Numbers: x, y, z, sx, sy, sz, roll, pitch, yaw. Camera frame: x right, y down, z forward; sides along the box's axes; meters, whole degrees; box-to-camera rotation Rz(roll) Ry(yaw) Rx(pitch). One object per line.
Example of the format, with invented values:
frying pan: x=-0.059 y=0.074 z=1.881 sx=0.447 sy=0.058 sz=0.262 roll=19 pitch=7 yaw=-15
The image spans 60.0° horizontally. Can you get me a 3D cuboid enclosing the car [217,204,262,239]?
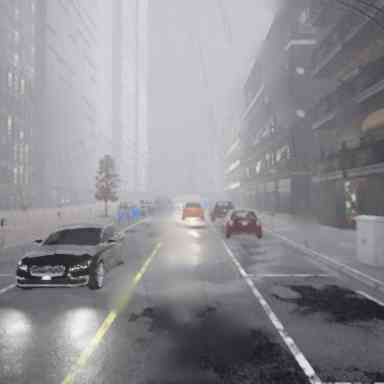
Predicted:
car: x=2.706 y=1.670 z=18.940 sx=1.967 sy=1.590 sz=4.097 roll=1 pitch=-1 yaw=0

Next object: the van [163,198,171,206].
van: x=-5.651 y=2.202 z=75.382 sx=1.690 sy=1.788 sz=3.998 roll=1 pitch=-1 yaw=0

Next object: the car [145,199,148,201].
car: x=-5.664 y=1.807 z=41.507 sx=2.192 sy=1.841 sz=5.009 roll=1 pitch=-1 yaw=0

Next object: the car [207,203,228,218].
car: x=2.712 y=1.973 z=35.879 sx=1.887 sy=1.381 sz=4.507 roll=1 pitch=-1 yaw=0

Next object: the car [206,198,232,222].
car: x=2.712 y=1.678 z=30.233 sx=2.192 sy=1.841 sz=5.009 roll=1 pitch=-1 yaw=0

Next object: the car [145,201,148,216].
car: x=-5.669 y=1.972 z=35.858 sx=1.887 sy=1.381 sz=4.507 roll=1 pitch=-1 yaw=0

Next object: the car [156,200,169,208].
car: x=-5.658 y=2.291 z=64.088 sx=2.008 sy=1.369 sz=4.403 roll=1 pitch=-1 yaw=0

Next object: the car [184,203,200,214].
car: x=0.050 y=2.112 z=43.195 sx=1.895 sy=1.301 sz=4.718 roll=0 pitch=-1 yaw=1

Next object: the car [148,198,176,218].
car: x=-3.087 y=1.649 z=35.876 sx=2.150 sy=2.045 sz=5.566 roll=0 pitch=-1 yaw=0

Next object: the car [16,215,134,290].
car: x=-3.097 y=1.623 z=9.516 sx=1.837 sy=1.490 sz=4.892 roll=0 pitch=-1 yaw=0

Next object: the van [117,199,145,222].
van: x=-5.669 y=1.703 z=30.214 sx=1.690 sy=1.788 sz=3.998 roll=1 pitch=-1 yaw=0

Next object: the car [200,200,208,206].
car: x=2.727 y=2.444 z=75.401 sx=1.802 sy=1.307 sz=4.206 roll=1 pitch=-1 yaw=0

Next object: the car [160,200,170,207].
car: x=-5.656 y=2.383 z=69.733 sx=1.802 sy=1.307 sz=4.206 roll=1 pitch=-1 yaw=0

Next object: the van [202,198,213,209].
van: x=2.723 y=2.021 z=58.465 sx=1.690 sy=1.788 sz=3.998 roll=1 pitch=-1 yaw=0

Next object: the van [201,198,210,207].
van: x=2.728 y=2.143 z=69.757 sx=1.690 sy=1.788 sz=3.998 roll=1 pitch=-1 yaw=0

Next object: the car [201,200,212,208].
car: x=2.723 y=2.292 z=64.110 sx=2.008 sy=1.369 sz=4.403 roll=1 pitch=-1 yaw=0

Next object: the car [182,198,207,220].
car: x=0.096 y=1.741 z=32.462 sx=2.097 sy=1.767 sz=4.553 roll=0 pitch=-1 yaw=0
